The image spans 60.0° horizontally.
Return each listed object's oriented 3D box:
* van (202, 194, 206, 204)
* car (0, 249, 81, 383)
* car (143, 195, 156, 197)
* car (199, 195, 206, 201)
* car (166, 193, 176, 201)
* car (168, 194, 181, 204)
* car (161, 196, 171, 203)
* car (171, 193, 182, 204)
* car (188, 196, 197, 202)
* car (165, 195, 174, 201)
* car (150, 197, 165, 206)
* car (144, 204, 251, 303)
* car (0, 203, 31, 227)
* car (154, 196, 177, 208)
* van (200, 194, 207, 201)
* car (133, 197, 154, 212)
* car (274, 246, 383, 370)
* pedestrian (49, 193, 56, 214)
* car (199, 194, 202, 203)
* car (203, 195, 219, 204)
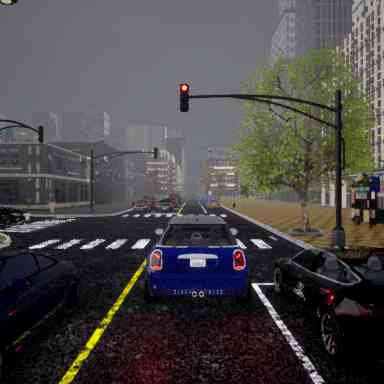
[{"bbox_3d":[2.760,1.345,49.284,1.690,1.788,3.998,0,0,0],"label":"van"},{"bbox_3d":[-3.102,1.564,4.687,1.994,1.385,4.181,0,0,0],"label":"car"},{"bbox_3d":[-5.628,1.318,43.742,2.192,1.841,5.009,0,0,0],"label":"car"},{"bbox_3d":[2.812,1.534,88.311,1.752,1.417,4.829,0,0,0],"label":"car"},{"bbox_3d":[-5.568,1.324,88.150,2.192,1.841,5.009,0,0,0],"label":"car"},{"bbox_3d":[-3.033,1.481,48.511,1.882,1.535,5.008,0,0,0],"label":"car"},{"bbox_3d":[-5.592,1.532,71.327,1.752,1.417,4.829,0,0,0],"label":"car"},{"bbox_3d":[-2.992,1.226,59.008,2.150,2.045,5.566,0,0,1],"label":"car"},{"bbox_3d":[0.106,1.547,79.206,2.033,1.411,5.357,0,0,0],"label":"car"},{"bbox_3d":[-5.577,1.559,82.599,2.008,1.369,4.403,0,0,0],"label":"car"},{"bbox_3d":[-5.614,1.555,54.844,2.008,1.369,4.403,0,0,0],"label":"car"},{"bbox_3d":[0.111,1.352,8.372,2.097,1.767,4.553,0,0,0],"label":"car"},{"bbox_3d":[-12.816,1.344,21.174,4.902,1.511,2.128,1,0,4],"label":"car"},{"bbox_3d":[-3.041,1.528,38.477,1.812,1.442,4.674,0,0,-2],"label":"car"},{"bbox_3d":[2.805,1.349,82.590,1.690,1.788,3.998,0,0,0],"label":"van"},{"bbox_3d":[-5.636,1.584,38.191,1.802,1.307,4.206,0,0,0],"label":"car"},{"bbox_3d":[2.701,1.566,5.704,1.947,1.339,4.313,0,0,0],"label":"car"},{"bbox_3d":[-12.710,1.039,30.205,0.375,1.860,0.375,0,-1,-1],"label":"pedestrian"},{"bbox_3d":[2.774,1.556,60.386,2.008,1.369,4.403,0,0,0],"label":"car"},{"bbox_3d":[2.752,1.528,43.903,1.752,1.417,4.829,0,0,0],"label":"car"}]
